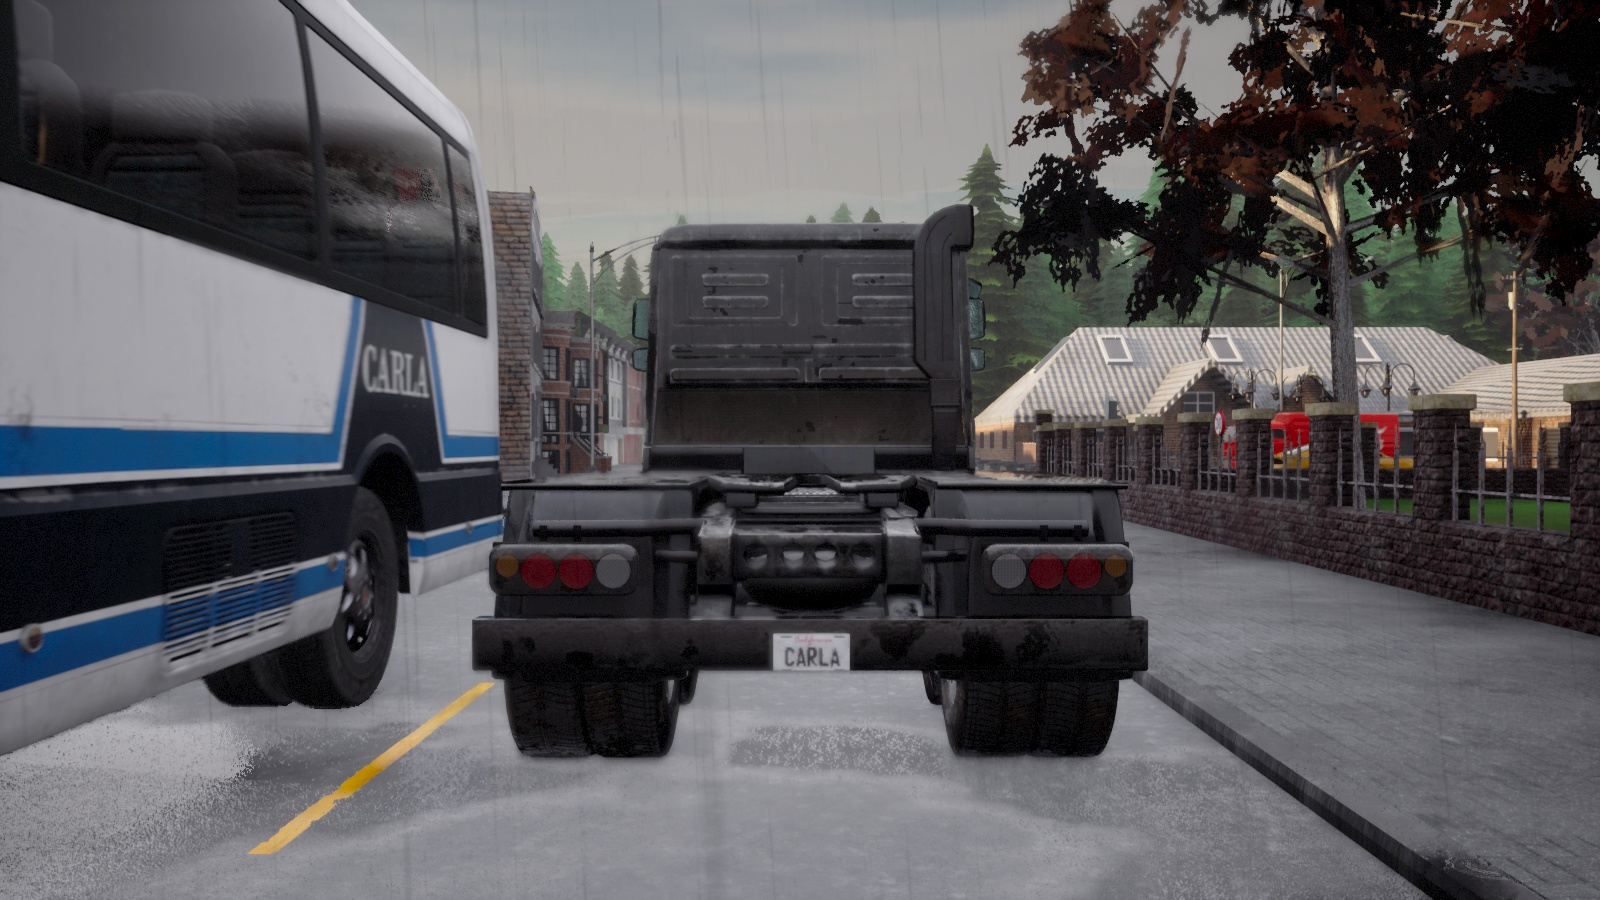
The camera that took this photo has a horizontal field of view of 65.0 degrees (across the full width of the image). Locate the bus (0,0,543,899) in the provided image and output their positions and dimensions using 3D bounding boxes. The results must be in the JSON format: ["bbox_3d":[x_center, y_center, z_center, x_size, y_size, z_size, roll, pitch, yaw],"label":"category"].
[{"bbox_3d":[-3.958,-0.658,4.438,3.944,4.253,10.273,0,0,0],"label":"bus"}]

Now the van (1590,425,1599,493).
[{"bbox_3d":[26.112,0.281,36.942,4.480,2.038,2.069,0,0,-1],"label":"van"}]

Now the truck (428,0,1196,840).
[{"bbox_3d":[0.065,-0.285,8.702,2.891,3.462,7.936,0,0,0],"label":"truck"}]

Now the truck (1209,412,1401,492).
[{"bbox_3d":[16.347,0.048,40.937,5.204,2.467,2.627,1,0,3],"label":"truck"}]

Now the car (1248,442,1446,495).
[{"bbox_3d":[16.047,0.527,36.972,5.008,1.535,1.882,0,0,-1],"label":"car"}]
